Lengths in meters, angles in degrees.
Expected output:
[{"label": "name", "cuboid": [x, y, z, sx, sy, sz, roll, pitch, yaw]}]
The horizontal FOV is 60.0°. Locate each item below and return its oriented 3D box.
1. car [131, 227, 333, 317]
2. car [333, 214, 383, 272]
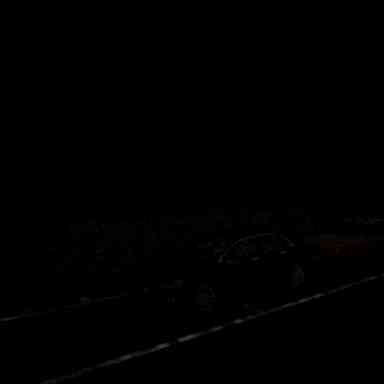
[{"label": "car", "cuboid": [0.836, 1.498, 7.249, 4.403, 1.369, 2.008, -1, 0, -36]}, {"label": "car", "cuboid": [5.289, 1.412, 10.426, 4.829, 1.417, 1.752, -1, 0, -36]}]
